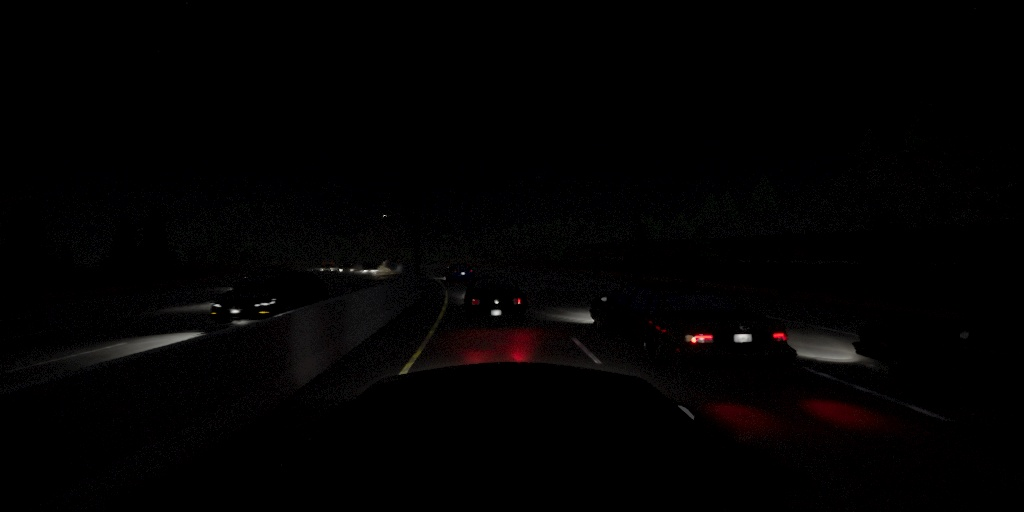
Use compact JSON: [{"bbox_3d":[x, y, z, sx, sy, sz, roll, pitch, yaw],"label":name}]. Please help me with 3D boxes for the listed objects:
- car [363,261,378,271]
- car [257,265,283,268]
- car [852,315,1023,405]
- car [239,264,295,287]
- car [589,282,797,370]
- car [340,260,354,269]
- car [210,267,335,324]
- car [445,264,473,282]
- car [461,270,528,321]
[{"bbox_3d":[-20.947,1.404,52.971,1.994,1.385,4.181,-1,0,-22],"label":"car"},{"bbox_3d":[-12.602,1.357,19.255,2.033,1.411,5.357,0,0,-12],"label":"car"},{"bbox_3d":[6.963,1.265,3.785,2.033,1.411,5.357,0,0,-2],"label":"car"},{"bbox_3d":[-18.368,1.399,27.197,2.033,1.411,5.357,0,0,-18],"label":"car"},{"bbox_3d":[3.278,1.276,7.875,2.033,1.411,5.357,0,0,-4],"label":"car"},{"bbox_3d":[-27.266,1.357,59.301,1.882,1.535,5.008,0,0,-22],"label":"car"},{"bbox_3d":[-7.947,1.287,12.292,1.837,1.490,4.892,0,0,-8],"label":"car"},{"bbox_3d":[-4.333,1.308,29.524,1.994,1.385,4.181,0,0,-17],"label":"car"},{"bbox_3d":[-0.699,1.343,12.538,1.895,1.301,4.718,0,0,-6],"label":"car"}]
